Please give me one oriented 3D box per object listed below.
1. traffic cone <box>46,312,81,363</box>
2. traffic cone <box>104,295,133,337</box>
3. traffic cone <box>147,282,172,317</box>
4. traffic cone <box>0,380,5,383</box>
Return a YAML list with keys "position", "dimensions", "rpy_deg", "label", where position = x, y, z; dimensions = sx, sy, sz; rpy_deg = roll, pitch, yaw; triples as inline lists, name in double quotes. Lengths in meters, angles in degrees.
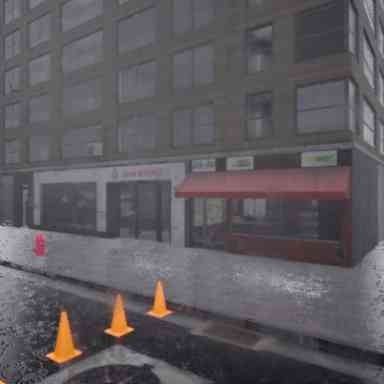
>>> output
- position: [-1.782, 1.975, 4.631]
  dimensions: [0.340, 0.580, 0.340]
  rpy_deg: [0, 0, 36]
  label: "traffic cone"
- position: [-1.198, 1.979, 5.443]
  dimensions: [0.340, 0.580, 0.340]
  rpy_deg: [0, 0, 36]
  label: "traffic cone"
- position: [-0.615, 1.984, 6.255]
  dimensions: [0.340, 0.580, 0.340]
  rpy_deg: [0, 0, 36]
  label: "traffic cone"
- position: [-2.365, 1.971, 3.818]
  dimensions: [0.340, 0.580, 0.340]
  rpy_deg: [0, 0, 36]
  label: "traffic cone"
